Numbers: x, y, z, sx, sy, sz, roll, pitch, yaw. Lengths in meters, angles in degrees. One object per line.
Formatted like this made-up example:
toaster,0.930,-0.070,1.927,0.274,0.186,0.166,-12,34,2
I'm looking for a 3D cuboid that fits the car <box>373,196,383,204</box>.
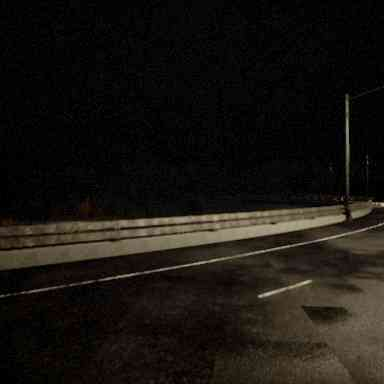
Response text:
car,37.035,1.498,64.959,1.837,1.490,4.892,0,0,12
